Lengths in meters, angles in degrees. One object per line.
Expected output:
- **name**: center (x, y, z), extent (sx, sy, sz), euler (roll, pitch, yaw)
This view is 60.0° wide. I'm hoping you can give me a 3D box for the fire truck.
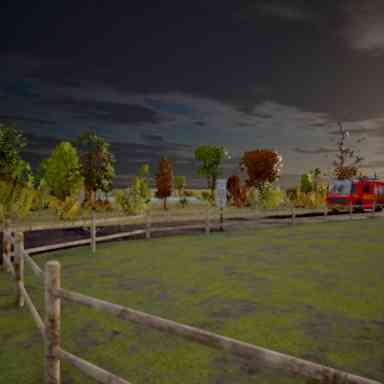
- **fire truck**: center (18.621, 0.328, 37.295), extent (8.468, 3.827, 2.891), euler (0, 1, -37)
